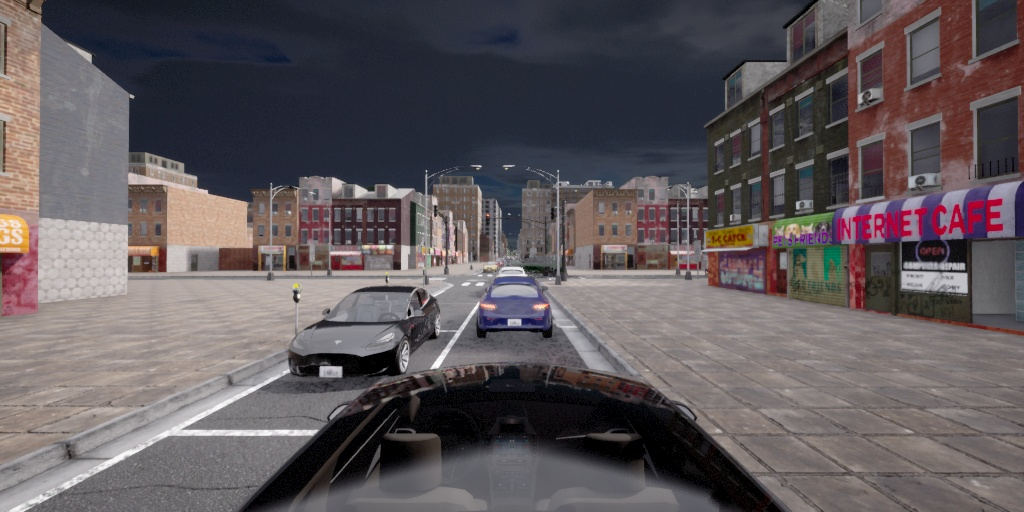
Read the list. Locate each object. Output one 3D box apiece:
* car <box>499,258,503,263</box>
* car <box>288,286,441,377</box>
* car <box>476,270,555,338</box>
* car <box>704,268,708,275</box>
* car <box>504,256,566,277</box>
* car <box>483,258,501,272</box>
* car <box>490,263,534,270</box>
[{"bbox_3d":[-2.697,1.355,50.775,1.888,1.381,4.507,0,0,0],"label":"car"},{"bbox_3d":[-2.645,1.317,7.402,1.948,1.339,4.313,0,0,0],"label":"car"},{"bbox_3d":[0.068,1.278,10.082,1.812,1.442,4.674,0,0,0],"label":"car"},{"bbox_3d":[20.353,1.247,32.999,4.892,1.490,1.837,0,0,0],"label":"car"},{"bbox_3d":[2.422,1.007,34.636,5.566,2.045,2.150,0,1,26],"label":"car"},{"bbox_3d":[-2.690,1.322,45.000,1.751,1.417,4.829,0,0,0],"label":"car"},{"bbox_3d":[-0.003,1.284,19.216,1.812,1.442,4.674,0,0,0],"label":"car"}]
